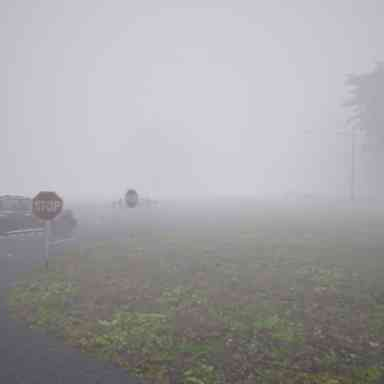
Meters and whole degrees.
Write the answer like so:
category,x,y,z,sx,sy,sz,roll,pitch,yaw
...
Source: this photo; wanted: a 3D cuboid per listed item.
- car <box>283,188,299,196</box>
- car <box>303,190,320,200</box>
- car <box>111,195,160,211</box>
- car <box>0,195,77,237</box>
category,x,y,z,sx,sy,sz,roll,pitch,yaw
car,19.623,0.038,65.598,1.882,1.535,5.008,2,2,36
car,19.432,0.446,53.937,1.812,1.442,4.674,2,2,32
car,-5.229,1.003,30.935,1.895,1.301,4.718,2,3,36
car,-8.023,1.160,15.014,2.150,2.045,5.566,2,2,36
